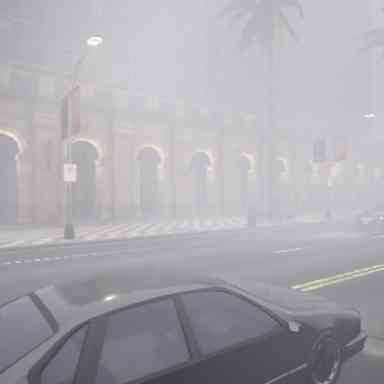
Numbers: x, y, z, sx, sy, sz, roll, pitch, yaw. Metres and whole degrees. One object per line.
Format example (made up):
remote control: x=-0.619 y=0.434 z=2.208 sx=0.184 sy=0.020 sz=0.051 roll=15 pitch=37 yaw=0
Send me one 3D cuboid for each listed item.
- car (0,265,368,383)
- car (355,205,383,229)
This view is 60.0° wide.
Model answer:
car: x=-0.348 y=1.552 z=3.497 sx=5.357 sy=1.411 sz=2.033 roll=0 pitch=0 yaw=-35
car: x=12.426 y=1.567 z=21.388 sx=4.902 sy=1.511 sz=2.128 roll=0 pitch=0 yaw=-35
